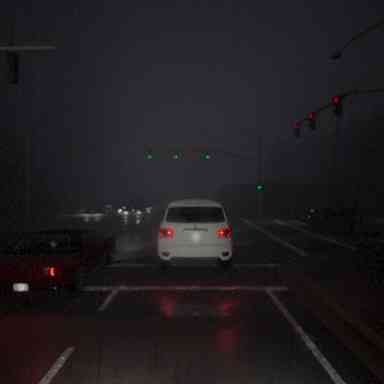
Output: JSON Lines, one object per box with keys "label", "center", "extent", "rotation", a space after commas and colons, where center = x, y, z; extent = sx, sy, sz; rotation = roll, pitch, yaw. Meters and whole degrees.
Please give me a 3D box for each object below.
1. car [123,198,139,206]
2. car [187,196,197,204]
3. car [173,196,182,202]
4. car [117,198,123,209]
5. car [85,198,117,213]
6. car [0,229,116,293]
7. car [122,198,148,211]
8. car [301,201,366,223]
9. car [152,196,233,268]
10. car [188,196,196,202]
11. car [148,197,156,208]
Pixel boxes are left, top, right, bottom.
{"label": "car", "center": [-10.515, 1.726, 57.754], "extent": [1.895, 1.301, 4.718], "rotation": [0, 0, 1]}
{"label": "car", "center": [0.038, 1.665, 69.120], "extent": [2.128, 1.511, 4.902], "rotation": [0, 0, 0]}
{"label": "car", "center": [-3.462, 1.712, 79.401], "extent": [2.033, 1.411, 5.357], "rotation": [0, 0, 0]}
{"label": "car", "center": [-10.566, 1.582, 47.926], "extent": [1.882, 1.535, 5.008], "rotation": [0, 0, 0]}
{"label": "car", "center": [-10.582, 1.630, 38.145], "extent": [2.033, 1.411, 5.357], "rotation": [0, 0, 0]}
{"label": "car", "center": [-3.404, 1.626, 8.860], "extent": [1.895, 1.301, 4.718], "rotation": [0, 0, 0]}
{"label": "car", "center": [-7.077, 1.596, 41.963], "extent": [1.837, 1.490, 4.892], "rotation": [0, 0, 0]}
{"label": "car", "center": [10.964, 1.464, 26.065], "extent": [4.553, 1.767, 2.097], "rotation": [0, 0, 0]}
{"label": "car", "center": [0.097, 1.261, 11.492], "extent": [2.150, 2.045, 5.566], "rotation": [0, 0, 0]}
{"label": "car", "center": [0.038, 1.696, 79.523], "extent": [1.812, 1.442, 4.674], "rotation": [0, 0, 0]}
{"label": "car", "center": [-7.055, 1.636, 51.055], "extent": [1.812, 1.442, 4.674], "rotation": [0, 0, 0]}
